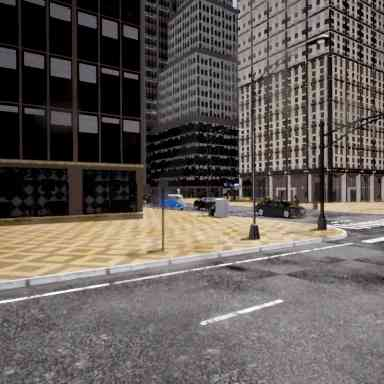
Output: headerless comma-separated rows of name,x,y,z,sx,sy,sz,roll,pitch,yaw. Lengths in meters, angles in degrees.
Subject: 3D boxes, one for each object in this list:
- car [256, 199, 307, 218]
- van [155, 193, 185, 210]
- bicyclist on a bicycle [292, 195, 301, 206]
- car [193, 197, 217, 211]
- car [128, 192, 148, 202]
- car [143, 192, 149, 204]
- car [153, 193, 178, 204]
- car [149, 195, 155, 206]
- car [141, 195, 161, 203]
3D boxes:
car,7.723,1.420,29.245,1.837,1.490,4.892,-1,1,-34
van,-2.360,1.211,39.550,1.690,1.788,3.998,0,0,-34
bicyclist on a bicycle,12.028,1.119,38.473,1.656,1.620,0.582,-1,1,-34
car,2.070,1.359,37.613,2.128,1.511,4.902,-1,1,-34
car,-10.924,0.982,67.191,2.192,1.841,5.009,0,0,-34
car,-6.397,1.252,55.771,1.837,1.490,4.892,-1,1,-34
car,-4.721,1.036,58.011,2.192,1.841,5.009,0,0,-34
car,-3.761,1.344,46.263,1.812,1.442,4.674,-1,0,-34
car,-7.822,1.239,62.602,1.887,1.381,4.507,0,0,-34
